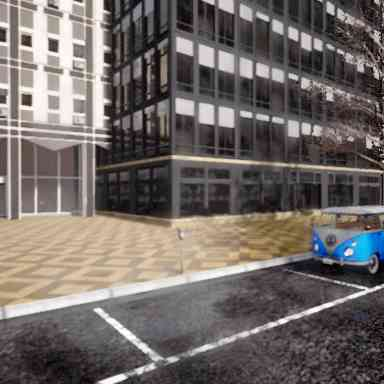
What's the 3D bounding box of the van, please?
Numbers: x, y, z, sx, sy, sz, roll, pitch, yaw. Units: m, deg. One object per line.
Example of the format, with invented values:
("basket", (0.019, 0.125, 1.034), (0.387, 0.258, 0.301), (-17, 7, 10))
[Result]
("van", (5.338, 1.323, 10.124), (3.998, 1.788, 1.690), (0, 0, -36))
